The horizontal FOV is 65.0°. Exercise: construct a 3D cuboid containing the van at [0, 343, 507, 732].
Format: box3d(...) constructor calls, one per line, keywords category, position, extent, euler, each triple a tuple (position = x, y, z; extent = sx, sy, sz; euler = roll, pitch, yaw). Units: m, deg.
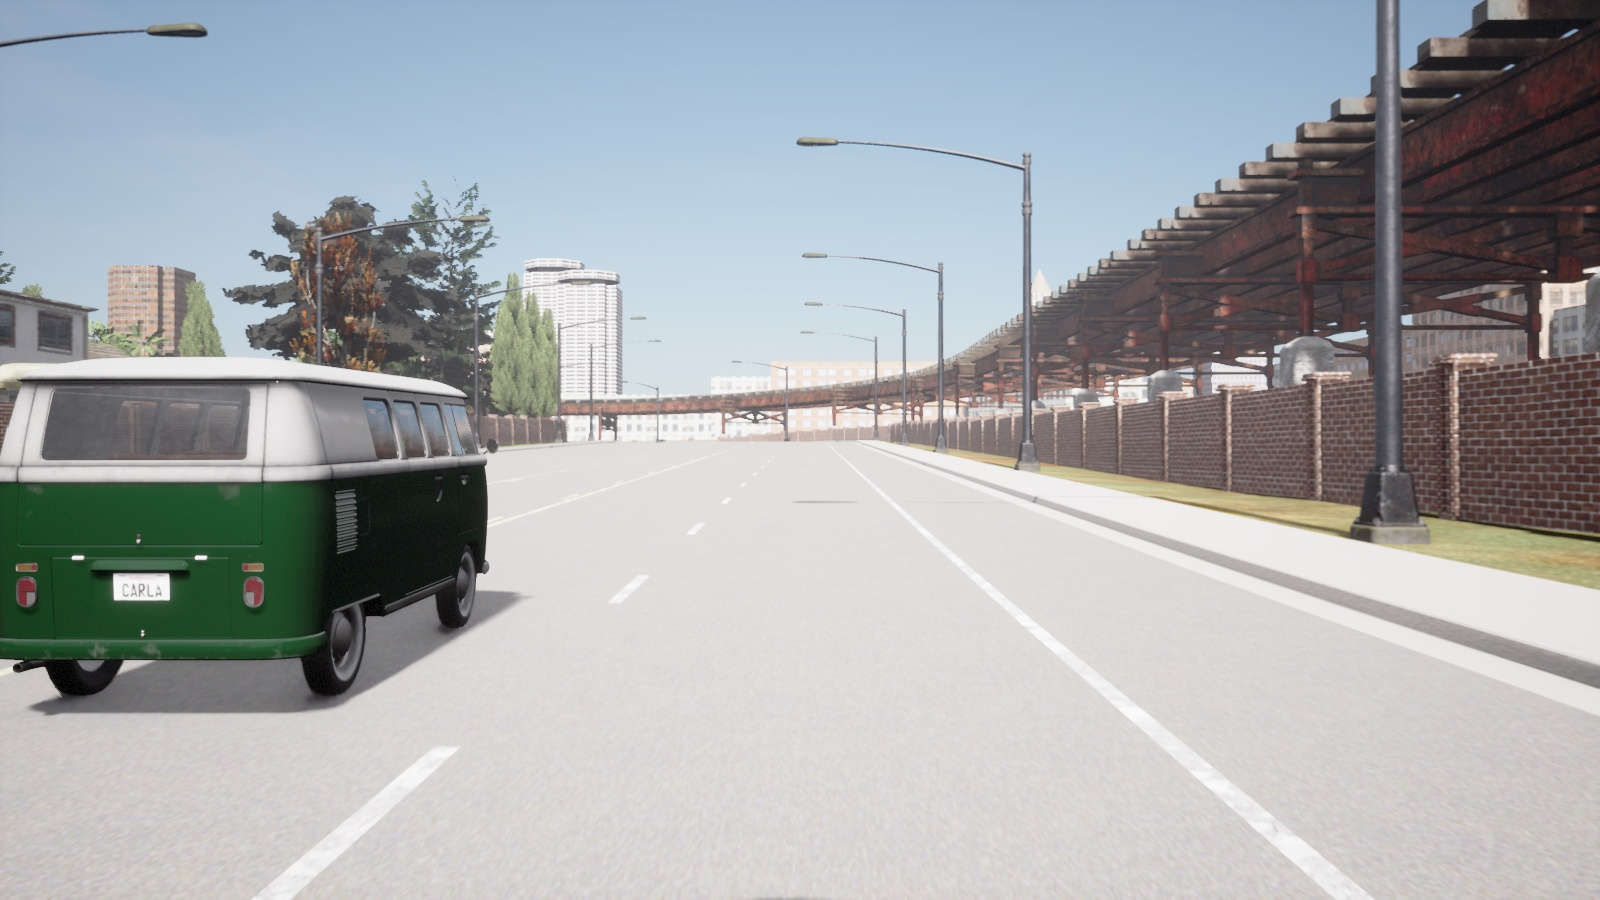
box3d(category="van", position=(-3.434, 0.419, 8.634), extent=(1.775, 1.987, 4.442), euler=(0, 1, 0))
